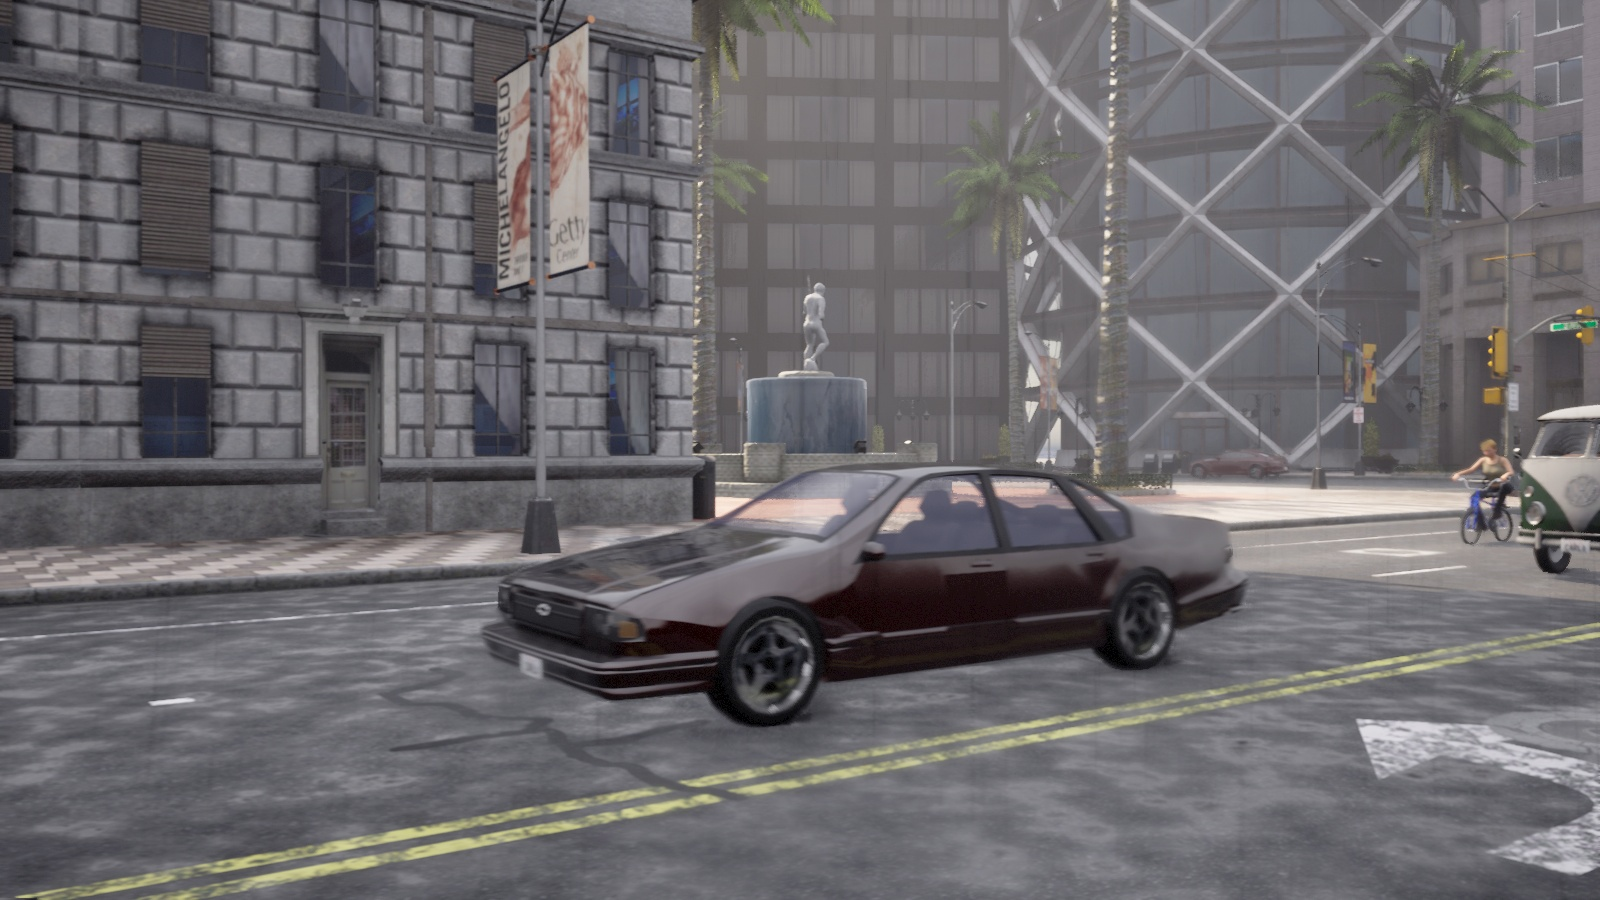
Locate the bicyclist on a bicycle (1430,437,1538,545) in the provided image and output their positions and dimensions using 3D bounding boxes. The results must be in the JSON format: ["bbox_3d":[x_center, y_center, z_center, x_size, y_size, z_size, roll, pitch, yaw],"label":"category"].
[{"bbox_3d":[10.588,0.605,19.429,1.509,1.612,0.866,-1,0,-34],"label":"bicyclist on a bicycle"}]

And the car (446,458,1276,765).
[{"bbox_3d":[0.632,0.785,8.339,5.357,1.411,2.033,0,0,-35],"label":"car"}]

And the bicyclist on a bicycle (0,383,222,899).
[{"bbox_3d":[-1.956,0.694,2.288,1.509,1.612,0.866,0,0,-35],"label":"bicyclist on a bicycle"}]

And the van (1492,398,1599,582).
[{"bbox_3d":[10.324,0.425,15.013,4.442,1.987,1.775,0,0,-35],"label":"van"}]

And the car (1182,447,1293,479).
[{"bbox_3d":[20.881,0.607,60.084,4.674,1.442,1.812,0,0,44],"label":"car"}]
